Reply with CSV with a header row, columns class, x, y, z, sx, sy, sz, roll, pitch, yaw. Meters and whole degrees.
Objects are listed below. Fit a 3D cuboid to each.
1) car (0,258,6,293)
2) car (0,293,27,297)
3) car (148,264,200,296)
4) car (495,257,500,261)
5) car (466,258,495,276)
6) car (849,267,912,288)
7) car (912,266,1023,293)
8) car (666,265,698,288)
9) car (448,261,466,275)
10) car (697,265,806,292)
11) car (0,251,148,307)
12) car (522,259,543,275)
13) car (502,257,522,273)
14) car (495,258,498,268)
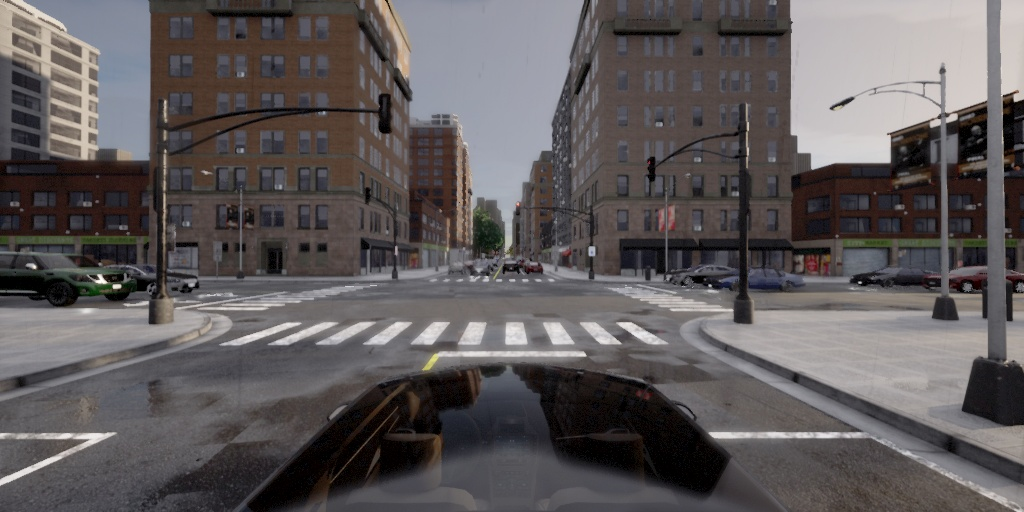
class,x,y,z,sx,sy,sz,roll,pitch,yaw
car,-28.395,0.972,17.444,4.553,1.767,2.097,0,0,-1
car,-5.856,1.190,1.534,1.967,1.591,4.097,0,0,0
car,-18.119,1.150,17.513,4.902,1.511,2.128,0,0,-1
car,-3.497,1.316,63.727,1.837,1.490,4.892,0,0,0
car,-3.255,1.255,37.638,2.128,1.511,4.902,0,0,0
car,26.481,1.452,24.548,5.357,1.411,2.033,0,0,0
car,27.465,1.362,21.304,5.008,1.535,1.882,0,0,0
car,13.124,1.338,24.485,4.902,1.511,2.128,0,0,1
car,-6.050,1.316,39.895,2.007,1.370,4.403,0,0,-1
car,14.280,1.373,21.220,5.357,1.411,2.033,0,0,-4
car,-18.469,0.854,14.268,5.566,2.045,2.150,0,0,0
car,2.475,1.311,39.985,1.888,1.381,4.507,0,0,-1
car,-0.129,1.247,43.196,1.882,1.535,5.008,0,0,-1
car,-3.363,1.324,47.929,2.033,1.411,5.357,0,0,0
